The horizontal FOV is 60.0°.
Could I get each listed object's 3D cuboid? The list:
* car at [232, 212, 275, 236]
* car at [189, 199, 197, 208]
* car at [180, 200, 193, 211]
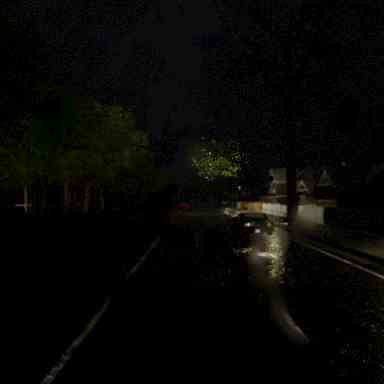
[{"bbox_3d":[3.600,1.886,20.431,1.895,1.301,4.718,0,-1,0],"label":"car"},{"bbox_3d":[0.002,2.708,78.134,2.150,2.045,5.566,0,-1,0],"label":"car"},{"bbox_3d":[-1.225,2.636,59.493,1.882,1.535,5.008,0,-1,0],"label":"car"}]
